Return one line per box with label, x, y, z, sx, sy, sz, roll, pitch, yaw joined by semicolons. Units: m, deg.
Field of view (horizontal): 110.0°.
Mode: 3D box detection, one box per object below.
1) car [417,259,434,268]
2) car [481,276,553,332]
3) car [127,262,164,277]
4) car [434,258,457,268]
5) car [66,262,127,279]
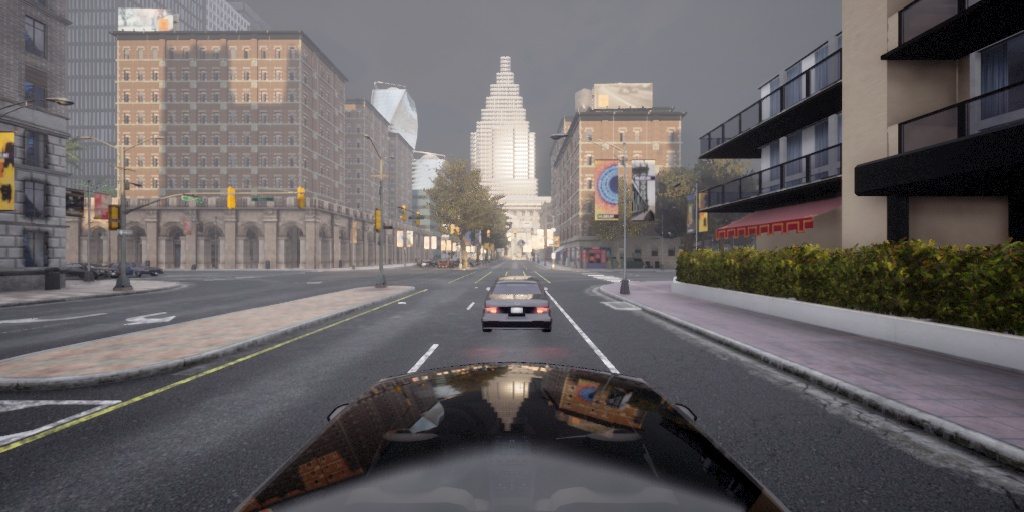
car;-14.506;1.239;61.595;2.128;1.511;4.902;0;0;1
car;0.148;1.297;10.776;2.033;1.411;5.357;0;0;1
car;-36.988;1.296;34.612;5.357;1.411;2.033;0;0;0
car;-11.037;1.099;59.708;2.097;1.767;4.553;0;0;1
car;-36.923;1.274;31.120;4.674;1.442;1.812;0;0;0
